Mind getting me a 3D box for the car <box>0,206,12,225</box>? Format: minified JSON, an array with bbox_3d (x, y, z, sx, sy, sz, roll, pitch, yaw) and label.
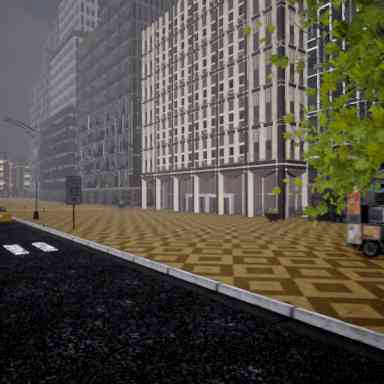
[{"bbox_3d":[-13.867,1.537,23.337,1.752,1.417,4.829,0,0,-38],"label":"car"}]
